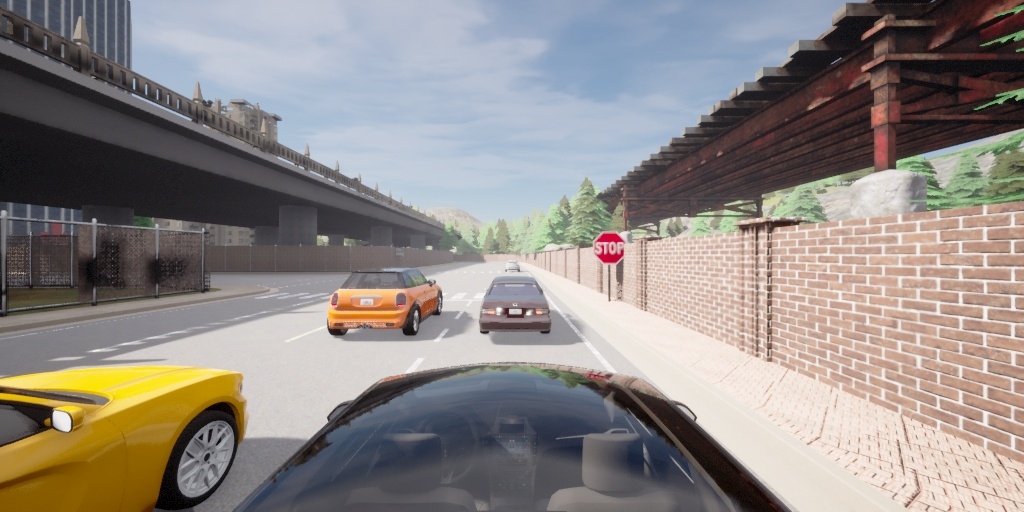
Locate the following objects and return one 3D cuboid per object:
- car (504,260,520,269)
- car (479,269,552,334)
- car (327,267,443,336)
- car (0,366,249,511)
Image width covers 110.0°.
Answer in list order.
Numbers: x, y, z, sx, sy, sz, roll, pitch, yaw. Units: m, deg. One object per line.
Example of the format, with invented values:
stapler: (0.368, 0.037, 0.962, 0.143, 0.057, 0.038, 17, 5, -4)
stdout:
car: (0.055, 1.276, 46.076, 1.812, 1.442, 4.674, 0, 0, -1)
car: (0.074, 1.297, 10.600, 2.033, 1.411, 5.357, 0, 0, 0)
car: (-3.427, 1.102, 10.576, 2.097, 1.767, 4.553, 0, 0, 0)
car: (-3.398, 1.228, 1.319, 1.882, 1.535, 5.008, 0, 0, 0)
